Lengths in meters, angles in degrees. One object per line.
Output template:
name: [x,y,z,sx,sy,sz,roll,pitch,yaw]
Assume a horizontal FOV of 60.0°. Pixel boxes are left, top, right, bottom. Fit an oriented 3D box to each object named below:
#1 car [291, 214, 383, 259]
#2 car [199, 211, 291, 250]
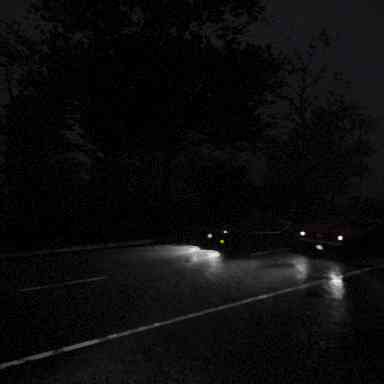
car: [6.112,1.537,12.413,4.718,1.301,1.895,0,0,-34]
car: [2.346,1.510,14.075,4.181,1.385,1.994,0,0,-34]
